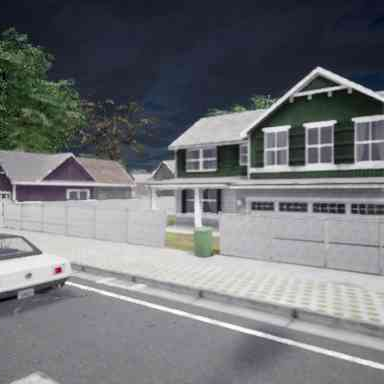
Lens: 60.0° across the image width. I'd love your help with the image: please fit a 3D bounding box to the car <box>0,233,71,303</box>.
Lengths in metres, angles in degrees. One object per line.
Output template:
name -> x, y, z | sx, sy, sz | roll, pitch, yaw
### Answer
car -> -4.893, 1.598, 7.485 | 4.718, 1.301, 1.895 | 0, 0, 36
